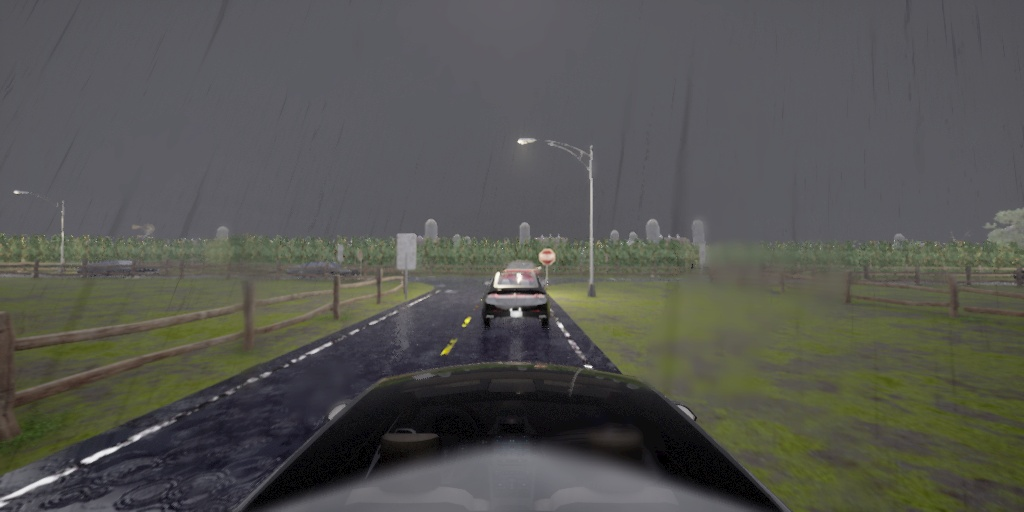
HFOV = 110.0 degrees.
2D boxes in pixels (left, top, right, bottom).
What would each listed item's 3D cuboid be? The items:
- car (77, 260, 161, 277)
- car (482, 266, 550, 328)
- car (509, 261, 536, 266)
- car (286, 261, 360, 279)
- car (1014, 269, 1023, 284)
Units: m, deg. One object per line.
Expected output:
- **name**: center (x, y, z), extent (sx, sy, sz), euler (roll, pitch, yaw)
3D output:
- **car**: center (-32.354, 1.022, 29.584), extent (5.357, 1.411, 2.033), euler (0, -1, 0)
- **car**: center (0.111, 1.228, 11.361), extent (2.128, 1.511, 4.902), euler (0, 0, 0)
- **car**: center (0.731, 1.072, 22.189), extent (2.097, 1.767, 4.553), euler (0, 0, 9)
- **car**: center (-15.470, 1.132, 29.470), extent (5.357, 1.411, 2.033), euler (0, -1, 0)
- **car**: center (44.184, 1.541, 29.124), extent (5.008, 1.535, 1.882), euler (1, -1, 1)
